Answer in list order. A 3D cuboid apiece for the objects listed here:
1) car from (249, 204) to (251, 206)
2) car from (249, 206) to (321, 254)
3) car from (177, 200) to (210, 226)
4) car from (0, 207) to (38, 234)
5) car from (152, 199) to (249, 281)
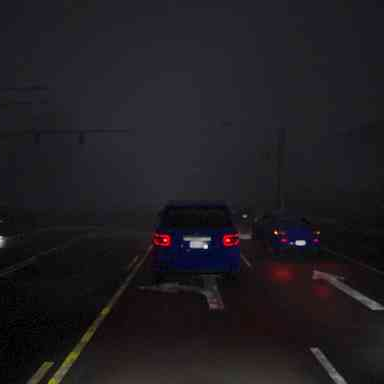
[{"bbox_3d":[3.606,1.457,25.000,1.812,1.442,4.674,0,0,0],"label":"car"},{"bbox_3d":[3.601,1.514,13.331,1.812,1.442,4.674,0,0,0],"label":"car"},{"bbox_3d":[0.104,1.430,24.144,2.128,1.511,4.902,0,1,0],"label":"car"},{"bbox_3d":[-10.541,1.533,18.968,1.994,1.385,4.181,0,0,0],"label":"car"},{"bbox_3d":[0.100,1.224,10.019,2.150,2.045,5.566,0,1,0],"label":"car"}]
